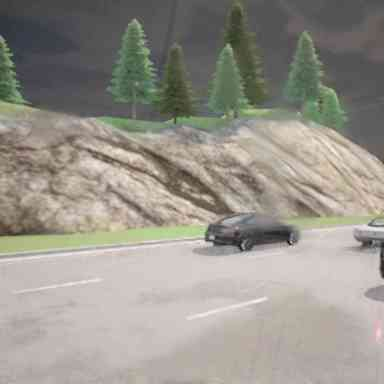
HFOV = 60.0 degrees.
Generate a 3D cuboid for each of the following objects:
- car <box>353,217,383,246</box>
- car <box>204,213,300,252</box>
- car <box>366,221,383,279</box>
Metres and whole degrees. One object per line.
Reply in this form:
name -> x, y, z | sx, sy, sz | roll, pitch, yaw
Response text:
car -> 9.180, 1.736, 14.603 | 4.718, 1.301, 1.895 | 1, 0, -36
car -> 2.639, 1.614, 14.233 | 4.674, 1.442, 1.812 | 0, 0, -36
car -> 6.783, 1.566, 8.589 | 5.008, 1.535, 1.882 | 0, 0, -36
